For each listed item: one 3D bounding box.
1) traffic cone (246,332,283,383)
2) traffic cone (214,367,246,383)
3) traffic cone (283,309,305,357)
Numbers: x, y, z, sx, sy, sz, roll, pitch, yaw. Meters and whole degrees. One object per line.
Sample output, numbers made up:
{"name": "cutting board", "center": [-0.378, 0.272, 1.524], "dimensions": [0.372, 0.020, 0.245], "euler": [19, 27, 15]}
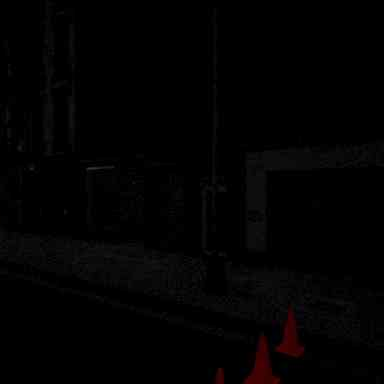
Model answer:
{"name": "traffic cone", "center": [0.834, 1.974, 3.972], "dimensions": [0.340, 0.580, 0.340], "euler": [0, 0, 35]}
{"name": "traffic cone", "center": [0.255, 1.970, 3.157], "dimensions": [0.340, 0.580, 0.340], "euler": [0, 0, 35]}
{"name": "traffic cone", "center": [1.413, 1.979, 4.789], "dimensions": [0.340, 0.580, 0.340], "euler": [0, 0, 35]}
